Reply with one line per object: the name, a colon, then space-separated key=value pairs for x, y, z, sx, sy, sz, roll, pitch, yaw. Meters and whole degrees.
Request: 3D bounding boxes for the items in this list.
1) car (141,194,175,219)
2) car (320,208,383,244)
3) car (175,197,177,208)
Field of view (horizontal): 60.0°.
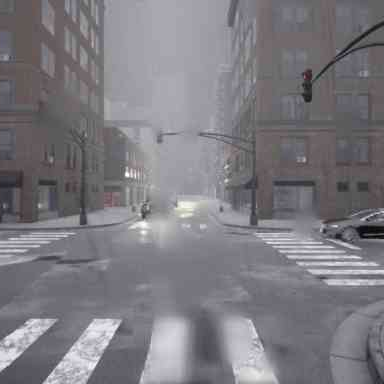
car: x=-3.072 y=1.236 z=29.834 sx=2.150 sy=2.045 sz=5.566 roll=0 pitch=0 yaw=2
car: x=8.426 y=1.506 z=15.074 sx=4.902 sy=1.511 sz=2.128 roll=0 pitch=0 yaw=7
car: x=-3.083 y=1.546 z=39.507 sx=1.812 sy=1.442 sz=4.674 roll=0 pitch=0 yaw=0
